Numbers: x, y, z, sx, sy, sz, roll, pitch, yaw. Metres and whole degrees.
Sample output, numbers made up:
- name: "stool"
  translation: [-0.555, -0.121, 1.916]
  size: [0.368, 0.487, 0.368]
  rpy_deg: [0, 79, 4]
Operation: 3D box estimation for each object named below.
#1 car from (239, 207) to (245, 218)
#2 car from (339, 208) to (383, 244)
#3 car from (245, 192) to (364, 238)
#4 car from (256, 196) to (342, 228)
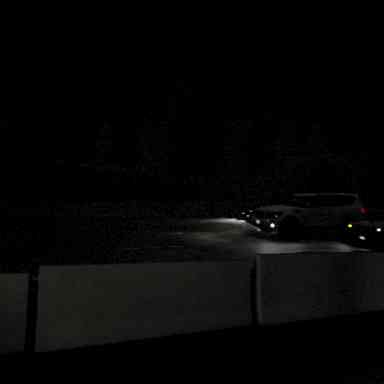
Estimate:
- name: "car"
  translation: [5.469, 1.284, 23.546]
  size: [4.181, 1.385, 1.994]
  rpy_deg: [0, 1, -16]
- name: "car"
  translation: [8.752, 1.482, 13.567]
  size: [4.718, 1.301, 1.895]
  rpy_deg: [0, 1, -16]
- name: "car"
  translation: [5.761, 1.041, 16.346]
  size: [5.566, 2.045, 2.150]
  rpy_deg: [0, 1, -16]
- name: "car"
  translation: [6.445, 1.125, 20.182]
  size: [4.553, 1.767, 2.097]
  rpy_deg: [0, 1, -16]
